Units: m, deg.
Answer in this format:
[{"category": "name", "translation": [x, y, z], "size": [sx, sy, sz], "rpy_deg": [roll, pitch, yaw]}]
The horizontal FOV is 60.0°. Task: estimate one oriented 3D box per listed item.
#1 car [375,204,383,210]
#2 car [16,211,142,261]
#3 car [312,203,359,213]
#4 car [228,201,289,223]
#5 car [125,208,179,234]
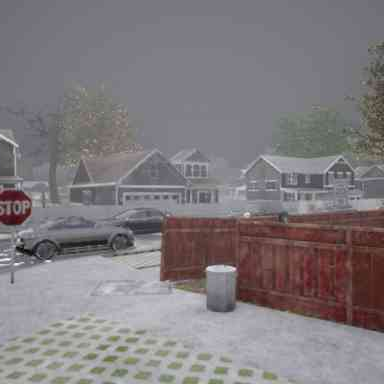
[{"category": "car", "translation": [20.380, 1.576, 33.251], "size": [4.553, 1.767, 2.097], "rpy_deg": [0, 0, -32]}, {"category": "car", "translation": [-4.318, 1.626, 12.609], "size": [4.181, 1.385, 1.994], "rpy_deg": [0, -1, -38]}, {"category": "car", "translation": [12.075, 1.686, 27.922], "size": [4.892, 1.490, 1.837], "rpy_deg": [0, 0, -33]}, {"category": "car", "translation": [4.552, 1.492, 22.778], "size": [4.553, 1.767, 2.097], "rpy_deg": [0, 0, -35]}, {"category": "car", "translation": [-2.855, 1.602, 17.409], "size": [4.892, 1.490, 1.837], "rpy_deg": [0, -1, -37]}]
